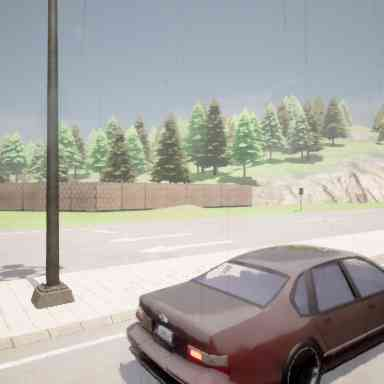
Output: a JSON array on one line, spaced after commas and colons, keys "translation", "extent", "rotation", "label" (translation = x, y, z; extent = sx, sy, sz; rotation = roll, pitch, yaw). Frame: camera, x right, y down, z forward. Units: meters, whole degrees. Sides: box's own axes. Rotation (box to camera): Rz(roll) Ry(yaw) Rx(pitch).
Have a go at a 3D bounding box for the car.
[{"translation": [1.748, 1.547, 4.994], "extent": [5.357, 1.411, 2.033], "rotation": [0, 0, -35], "label": "car"}]
